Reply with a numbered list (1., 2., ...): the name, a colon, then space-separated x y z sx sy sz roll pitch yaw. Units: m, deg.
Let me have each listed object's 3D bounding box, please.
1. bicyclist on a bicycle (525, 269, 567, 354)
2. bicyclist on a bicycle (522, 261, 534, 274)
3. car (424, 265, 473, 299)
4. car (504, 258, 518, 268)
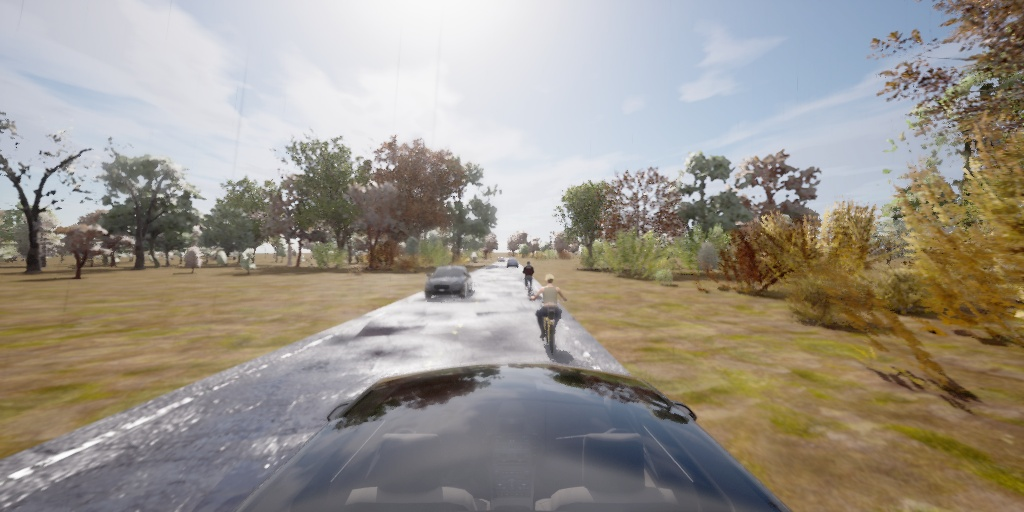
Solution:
1. bicyclist on a bicycle: 0.802 1.186 7.769 0.866 1.612 1.509 0 0 0
2. bicyclist on a bicycle: 0.829 1.118 18.109 0.659 1.776 1.843 0 0 0
3. car: -3.096 1.252 18.205 1.837 1.490 4.892 0 0 0
4. car: 0.112 1.278 62.254 1.994 1.385 4.181 0 0 0
